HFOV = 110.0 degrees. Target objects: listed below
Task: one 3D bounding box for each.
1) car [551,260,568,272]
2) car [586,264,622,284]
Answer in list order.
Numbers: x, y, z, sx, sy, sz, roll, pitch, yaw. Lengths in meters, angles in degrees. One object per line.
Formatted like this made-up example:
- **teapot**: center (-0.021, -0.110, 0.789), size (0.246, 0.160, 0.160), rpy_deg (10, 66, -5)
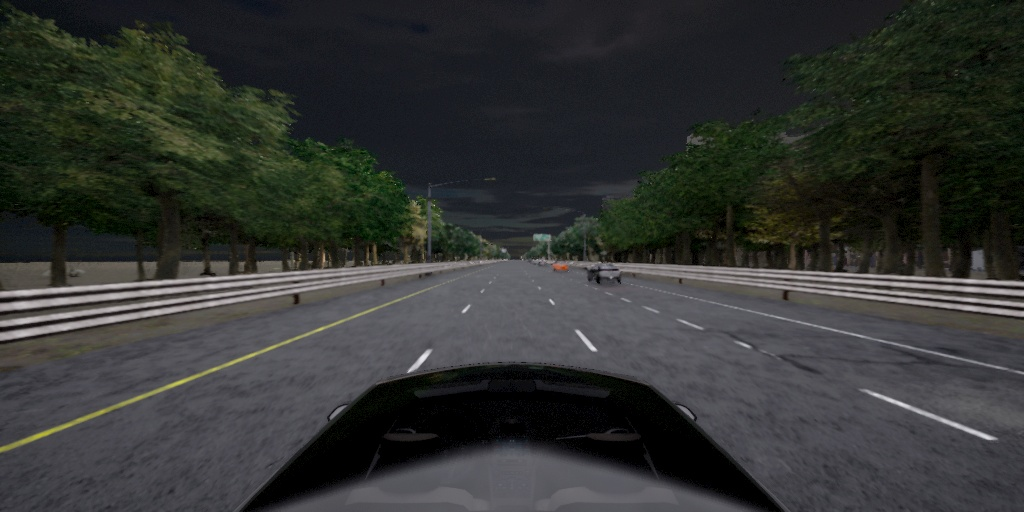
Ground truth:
- **car**: center (7.148, 1.407, 53.847), size (2.097, 1.767, 4.553), rpy_deg (0, 0, 0)
- **car**: center (7.037, 1.350, 27.849), size (2.128, 1.511, 4.902), rpy_deg (0, 0, 0)
